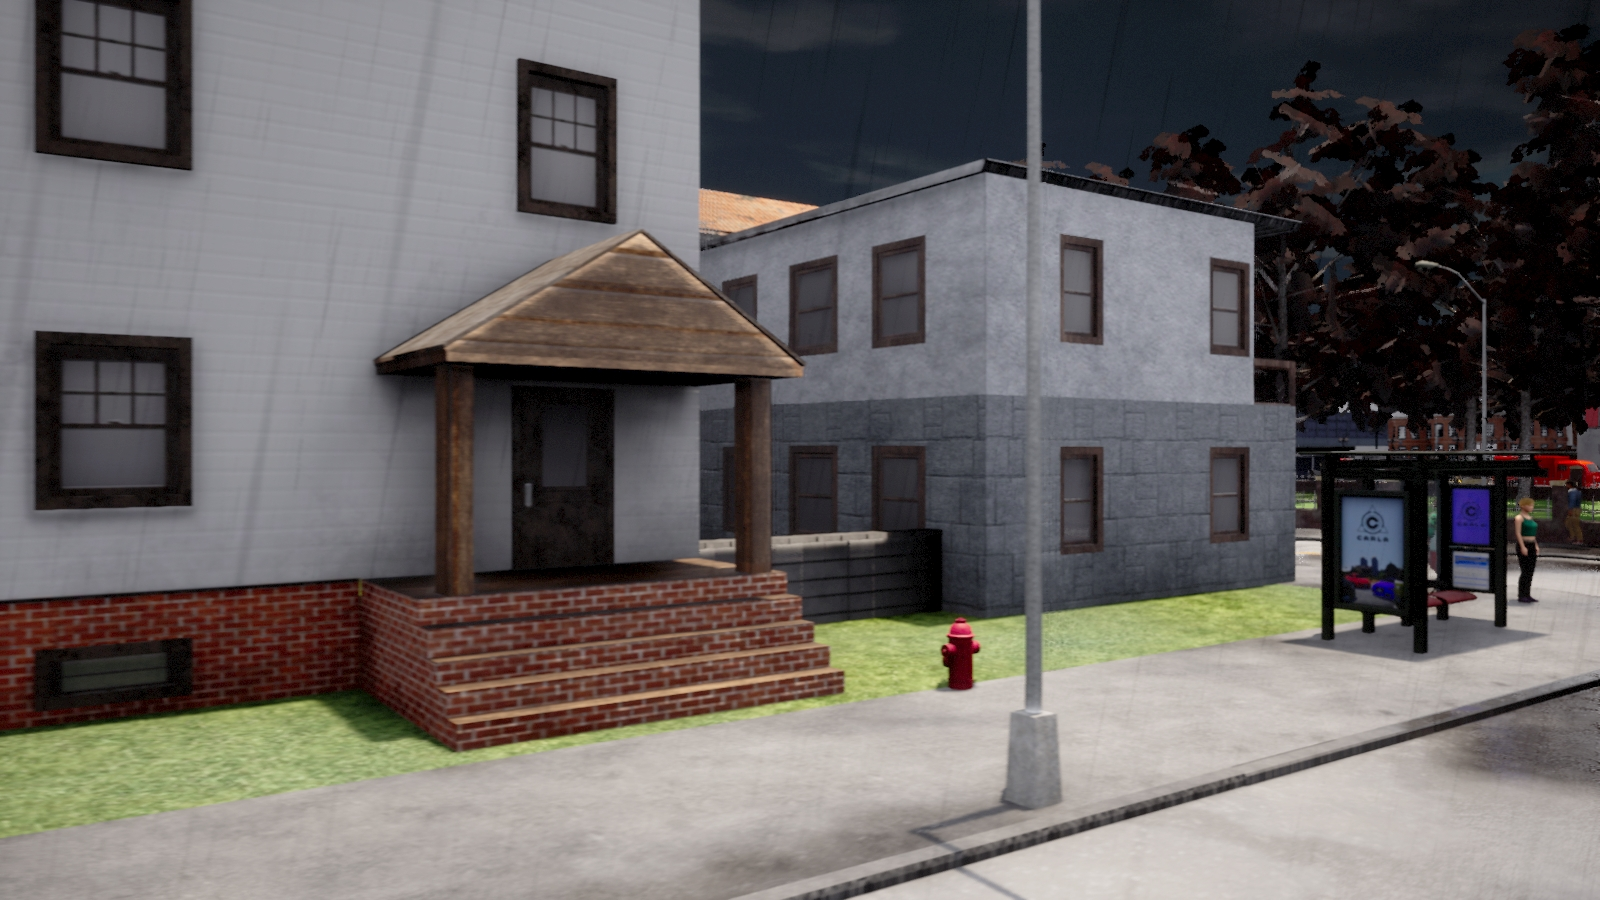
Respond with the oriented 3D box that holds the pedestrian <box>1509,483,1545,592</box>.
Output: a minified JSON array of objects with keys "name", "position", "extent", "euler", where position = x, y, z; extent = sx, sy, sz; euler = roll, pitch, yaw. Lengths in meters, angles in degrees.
[{"name":"pedestrian","position":[12.736,1.520,20.016],"extent":[0.375,1.860,0.375],"euler":[0,0,-20]}]

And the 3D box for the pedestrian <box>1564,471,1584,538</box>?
[{"name":"pedestrian","position":[21.922,1.532,32.357],"extent":[0.375,1.860,0.375],"euler":[0,0,-39]}]
